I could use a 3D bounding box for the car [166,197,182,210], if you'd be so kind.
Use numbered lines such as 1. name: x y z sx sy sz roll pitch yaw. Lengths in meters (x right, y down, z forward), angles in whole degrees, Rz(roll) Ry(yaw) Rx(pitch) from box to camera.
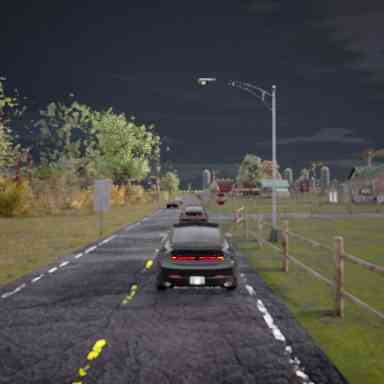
1. car: -2.815 1.876 49.281 1.895 1.301 4.718 0 0 0

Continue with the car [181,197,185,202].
1. car: -2.732 1.827 66.522 1.882 1.535 5.008 0 -1 0

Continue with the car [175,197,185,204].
1. car: -2.712 1.917 78.574 2.128 1.511 4.902 0 0 0

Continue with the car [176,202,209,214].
1. car: 0.110 1.642 22.795 1.837 1.490 4.892 0 0 0

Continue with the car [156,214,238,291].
1. car: 0.104 1.562 9.152 1.837 1.490 4.892 0 -1 0
